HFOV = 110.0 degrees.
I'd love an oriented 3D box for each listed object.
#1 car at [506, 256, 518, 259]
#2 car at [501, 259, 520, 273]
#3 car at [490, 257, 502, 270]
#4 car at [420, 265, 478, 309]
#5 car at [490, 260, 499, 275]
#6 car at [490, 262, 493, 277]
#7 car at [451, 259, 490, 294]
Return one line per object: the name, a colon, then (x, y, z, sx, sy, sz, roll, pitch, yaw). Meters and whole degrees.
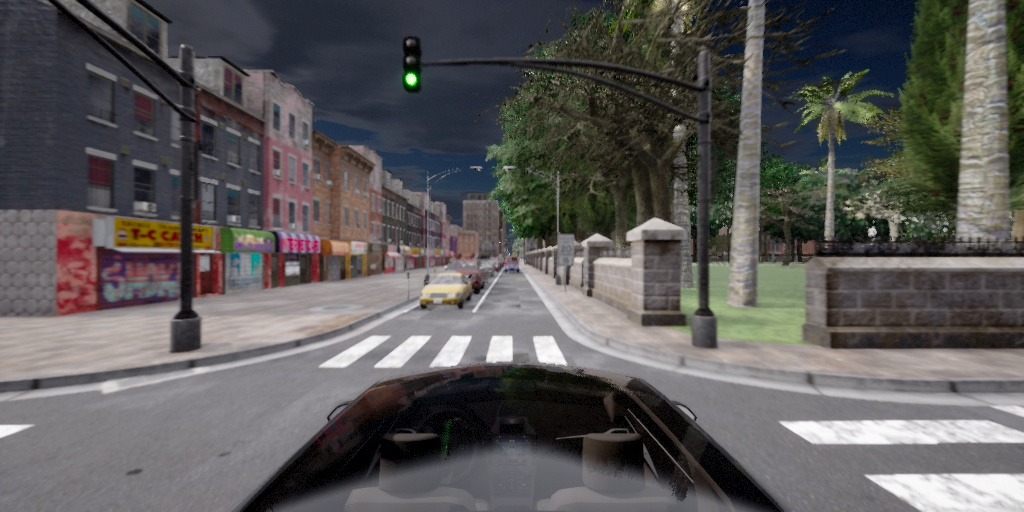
car: (-0.005, 1.063, 55.374, 2.150, 2.045, 5.566, 0, 0, 0)
car: (-0.004, 1.370, 44.904, 2.033, 1.411, 5.357, 0, 0, 0)
car: (-2.653, 1.263, 47.004, 1.967, 1.591, 4.097, 0, 0, 0)
car: (-2.653, 1.295, 15.216, 1.751, 1.417, 4.829, 0, 0, 0)
car: (-2.655, 1.355, 36.465, 2.007, 1.370, 4.403, 0, 0, 0)
car: (-2.657, 1.353, 25.924, 1.948, 1.339, 4.313, 0, 0, 0)
car: (-2.658, 1.093, 20.654, 2.192, 1.841, 5.009, 0, 0, 0)
